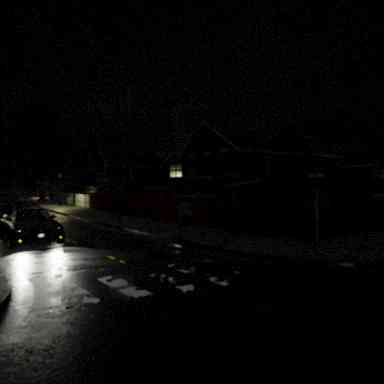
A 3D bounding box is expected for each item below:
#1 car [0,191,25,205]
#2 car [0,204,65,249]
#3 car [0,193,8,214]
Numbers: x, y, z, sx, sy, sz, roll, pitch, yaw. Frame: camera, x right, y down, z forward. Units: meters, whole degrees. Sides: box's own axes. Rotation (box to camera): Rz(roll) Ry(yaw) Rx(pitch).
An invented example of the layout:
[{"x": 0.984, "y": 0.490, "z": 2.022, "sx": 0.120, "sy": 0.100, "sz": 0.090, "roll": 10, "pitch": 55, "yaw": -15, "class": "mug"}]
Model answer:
[{"x": -12.354, "y": 1.006, "z": 21.646, "sx": 2.150, "sy": 2.045, "sz": 5.566, "roll": -1, "pitch": 1, "yaw": -35, "class": "car"}, {"x": -6.890, "y": 1.443, "z": 14.146, "sx": 1.994, "sy": 1.385, "sz": 4.181, "roll": -1, "pitch": 1, "yaw": -37, "class": "car"}, {"x": -18.185, "y": 1.029, "z": 30.432, "sx": 2.097, "sy": 1.767, "sz": 4.553, "roll": -1, "pitch": 1, "yaw": -32, "class": "car"}]
